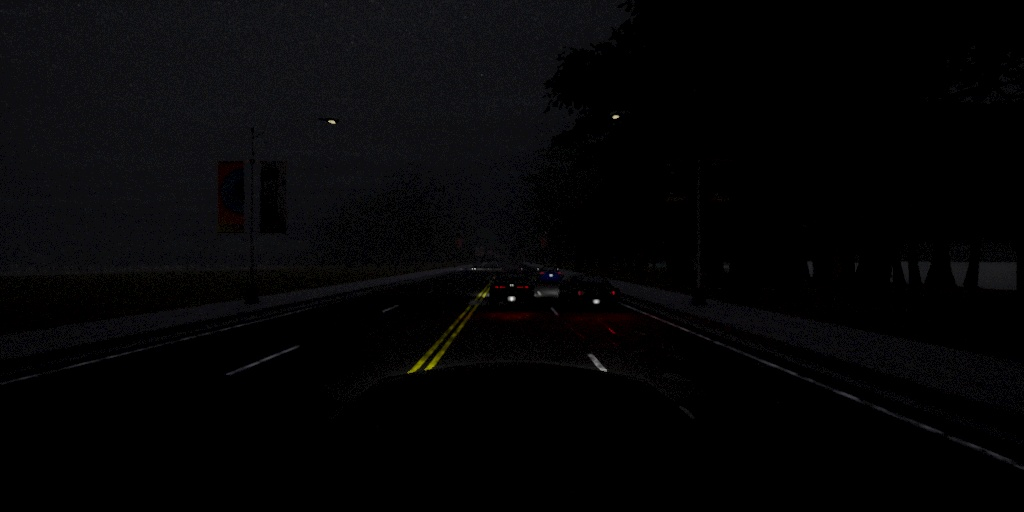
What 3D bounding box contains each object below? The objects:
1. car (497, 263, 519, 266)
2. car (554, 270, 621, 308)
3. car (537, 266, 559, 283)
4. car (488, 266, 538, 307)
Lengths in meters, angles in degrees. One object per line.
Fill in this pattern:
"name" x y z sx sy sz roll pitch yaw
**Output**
"car" -0.069 1.477 31.371 1.882 1.535 5.008 0 0 0
"car" 3.238 1.478 15.996 1.895 1.301 4.718 0 0 0
"car" 3.181 1.563 31.209 1.994 1.385 4.181 0 0 0
"car" -0.011 1.387 16.182 1.837 1.490 4.892 0 0 0
